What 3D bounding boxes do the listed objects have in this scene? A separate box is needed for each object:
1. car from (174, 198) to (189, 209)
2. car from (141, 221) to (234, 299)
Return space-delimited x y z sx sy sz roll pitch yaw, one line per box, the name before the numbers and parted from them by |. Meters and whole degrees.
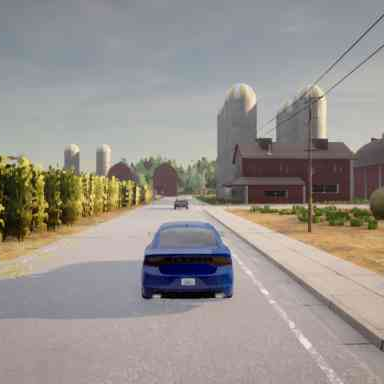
car | -1.442 1.489 44.292 2.128 1.511 4.902 0 0 -2
car | -0.141 1.478 8.510 1.882 1.535 5.008 0 0 -2
